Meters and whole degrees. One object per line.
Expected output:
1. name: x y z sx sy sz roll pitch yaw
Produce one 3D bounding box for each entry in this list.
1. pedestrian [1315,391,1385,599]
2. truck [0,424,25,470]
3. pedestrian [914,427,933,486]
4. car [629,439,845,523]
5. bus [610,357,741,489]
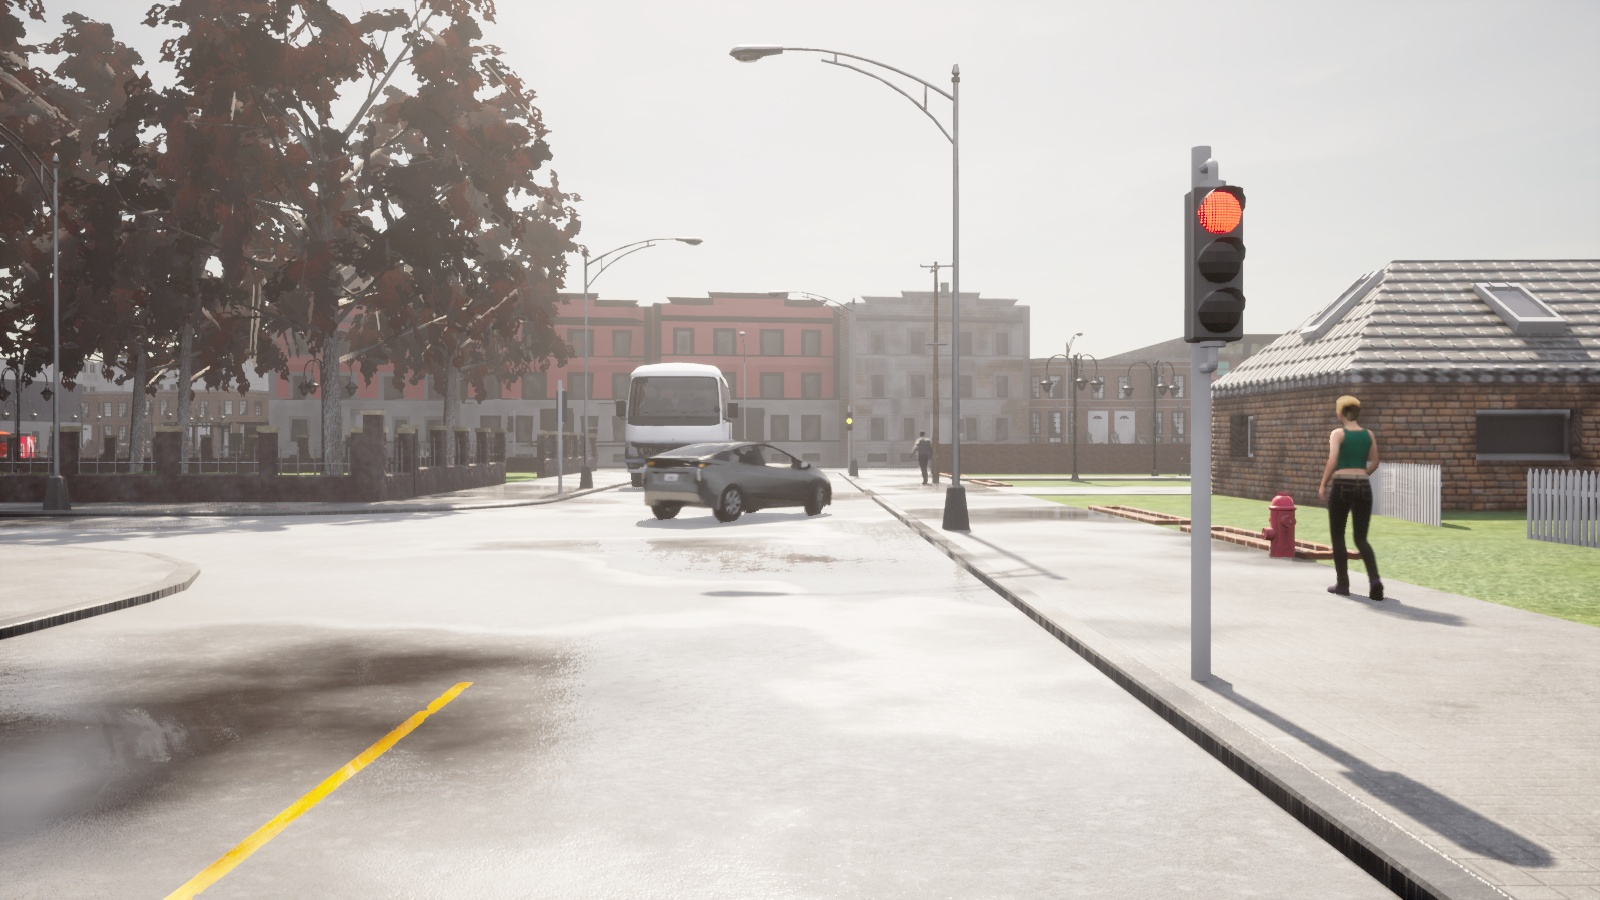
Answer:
1. pedestrian: 4.970 0.396 11.367 0.345 1.836 0.594 0 0 -2
2. truck: -45.834 -0.165 68.737 5.204 2.467 2.627 0 0 0
3. pedestrian: 4.106 0.223 41.885 0.423 1.949 0.788 0 0 -12
4. car: -1.152 0.550 25.141 2.007 1.525 4.514 0 0 34
5. bus: -4.227 -0.889 45.382 3.944 4.253 10.273 0 0 -1
